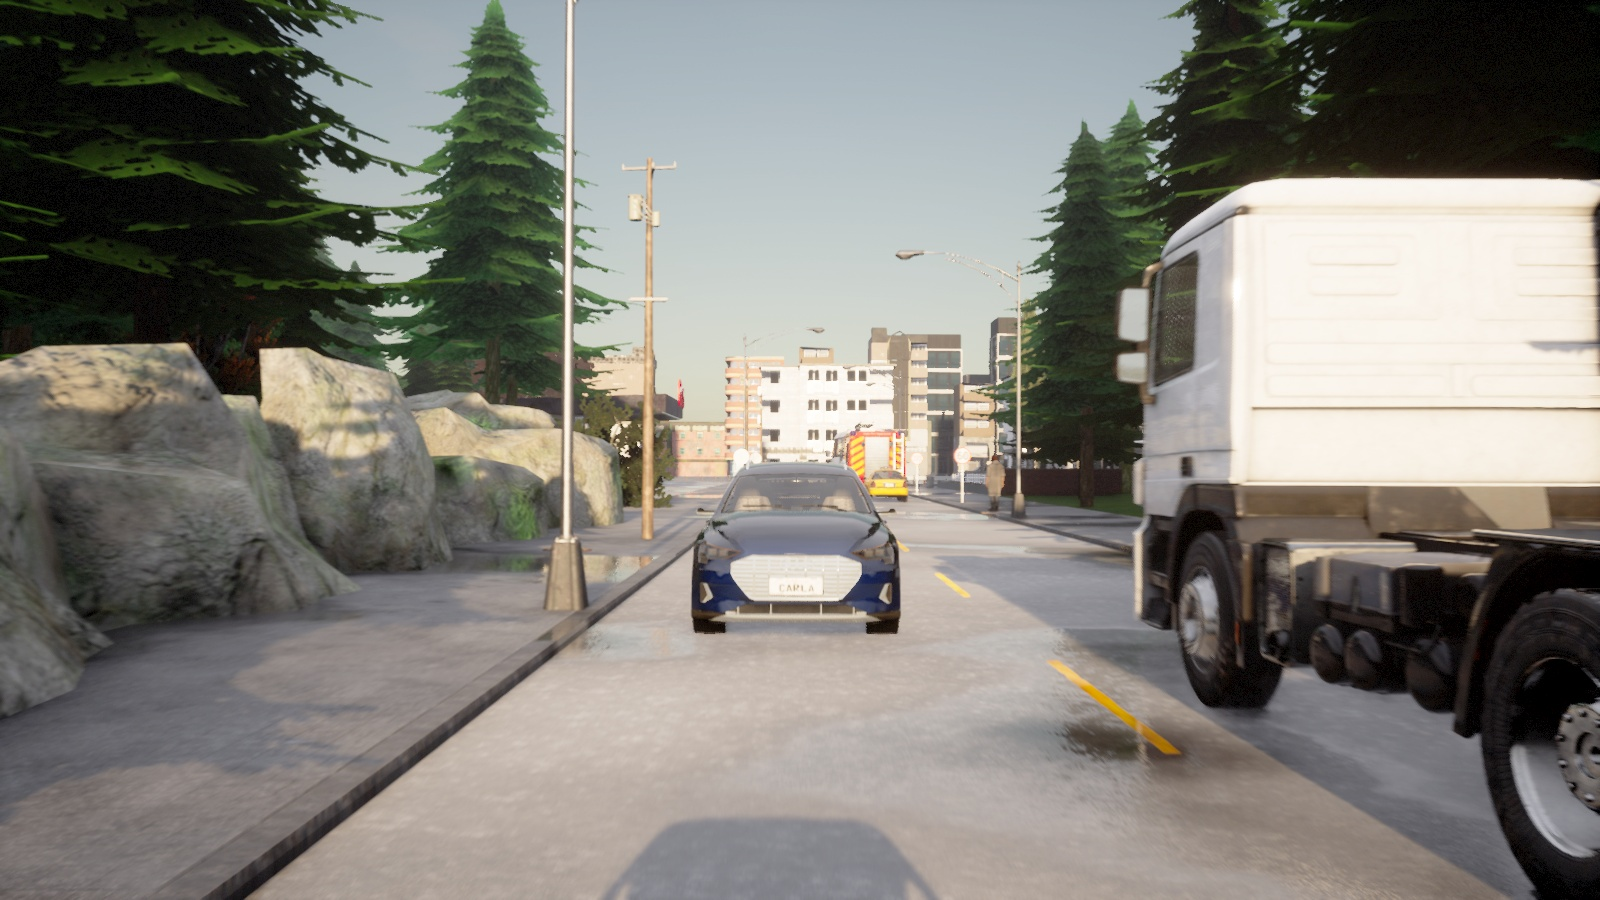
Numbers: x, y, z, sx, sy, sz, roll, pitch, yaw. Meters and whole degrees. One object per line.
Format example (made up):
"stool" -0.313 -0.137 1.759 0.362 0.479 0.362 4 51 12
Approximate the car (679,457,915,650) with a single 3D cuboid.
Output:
"car" -0.031 0.912 13.243 2.033 1.649 4.856 0 0 0

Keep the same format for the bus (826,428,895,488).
"bus" 4.354 0.654 93.856 3.944 4.253 10.273 0 -1 -4

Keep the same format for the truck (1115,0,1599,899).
"truck" 3.982 -0.109 6.064 2.891 3.462 7.936 0 -1 0

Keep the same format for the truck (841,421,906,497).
"truck" 3.809 0.510 67.049 2.891 3.827 8.468 0 -1 0

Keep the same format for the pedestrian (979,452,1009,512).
"pedestrian" 6.396 1.038 41.441 0.659 1.952 0.873 0 -1 -17

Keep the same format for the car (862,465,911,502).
"car" 3.852 1.478 56.707 1.801 1.575 5.366 0 -1 0
